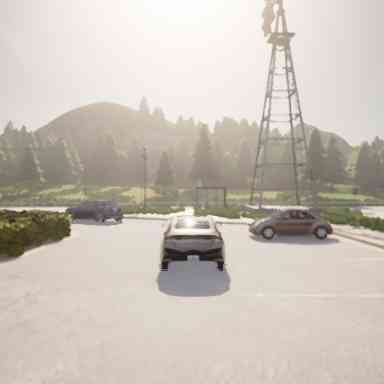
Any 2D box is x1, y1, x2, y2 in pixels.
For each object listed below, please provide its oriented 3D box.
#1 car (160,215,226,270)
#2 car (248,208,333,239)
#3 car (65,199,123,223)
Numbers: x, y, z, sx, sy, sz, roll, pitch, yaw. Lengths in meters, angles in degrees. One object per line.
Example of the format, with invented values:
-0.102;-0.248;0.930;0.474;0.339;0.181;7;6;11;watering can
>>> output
-0.001;1.494;11.045;2.128;1.511;4.902;0;0;-1;car
4.790;1.521;16.525;3.905;1.438;1.784;0;0;0;car
-7.546;1.360;25.453;4.553;1.767;2.097;0;0;28;car
